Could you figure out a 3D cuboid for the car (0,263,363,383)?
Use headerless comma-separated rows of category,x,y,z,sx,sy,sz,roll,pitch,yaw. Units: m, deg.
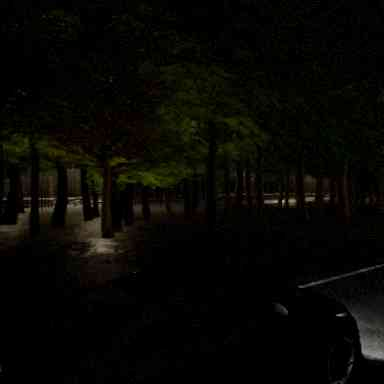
car,0.091,1.563,3.810,4.181,1.385,1.994,0,0,-35
